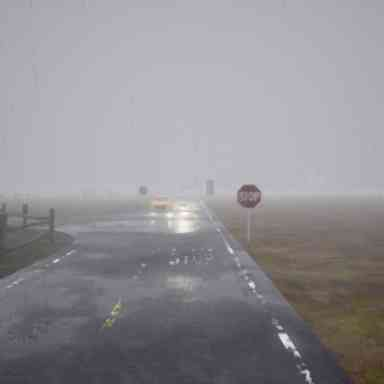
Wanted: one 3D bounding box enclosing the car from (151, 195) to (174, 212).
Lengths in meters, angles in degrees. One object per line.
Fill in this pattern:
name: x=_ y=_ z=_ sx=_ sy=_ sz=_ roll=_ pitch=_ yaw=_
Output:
car: x=-2.747 y=1.044 z=31.498 sx=1.882 sy=1.535 sz=5.008 roll=0 pitch=2 yaw=0
